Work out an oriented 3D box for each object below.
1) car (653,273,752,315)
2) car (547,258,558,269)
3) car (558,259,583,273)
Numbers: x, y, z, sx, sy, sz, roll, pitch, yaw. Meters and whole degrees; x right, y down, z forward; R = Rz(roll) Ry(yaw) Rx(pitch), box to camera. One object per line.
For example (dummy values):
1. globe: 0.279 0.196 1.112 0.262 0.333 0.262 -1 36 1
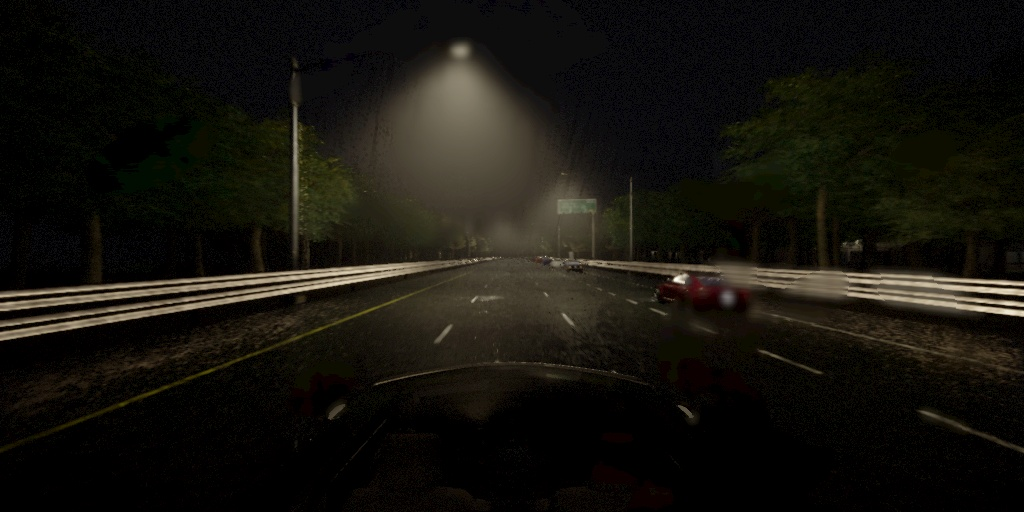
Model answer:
1. car: 7.011 1.319 13.654 1.994 1.385 4.181 0 0 0
2. car: 7.179 1.260 57.572 1.812 1.442 4.674 0 0 0
3. car: 7.102 1.294 42.570 2.033 1.411 5.357 0 0 0
